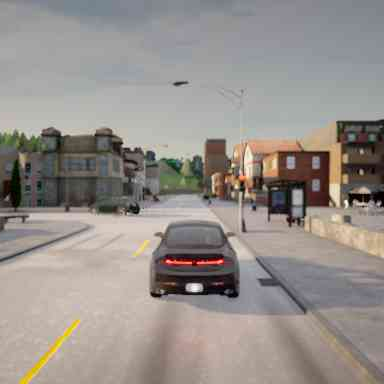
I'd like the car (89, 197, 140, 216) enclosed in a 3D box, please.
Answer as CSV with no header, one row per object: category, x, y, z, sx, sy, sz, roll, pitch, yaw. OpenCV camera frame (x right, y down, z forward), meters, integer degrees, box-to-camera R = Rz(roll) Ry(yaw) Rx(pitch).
car,-7.093,1.205,30.286,4.553,1.767,2.097,0,1,23

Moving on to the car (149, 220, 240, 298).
car,0.066,1.463,8.413,1.837,1.490,4.892,0,0,1
